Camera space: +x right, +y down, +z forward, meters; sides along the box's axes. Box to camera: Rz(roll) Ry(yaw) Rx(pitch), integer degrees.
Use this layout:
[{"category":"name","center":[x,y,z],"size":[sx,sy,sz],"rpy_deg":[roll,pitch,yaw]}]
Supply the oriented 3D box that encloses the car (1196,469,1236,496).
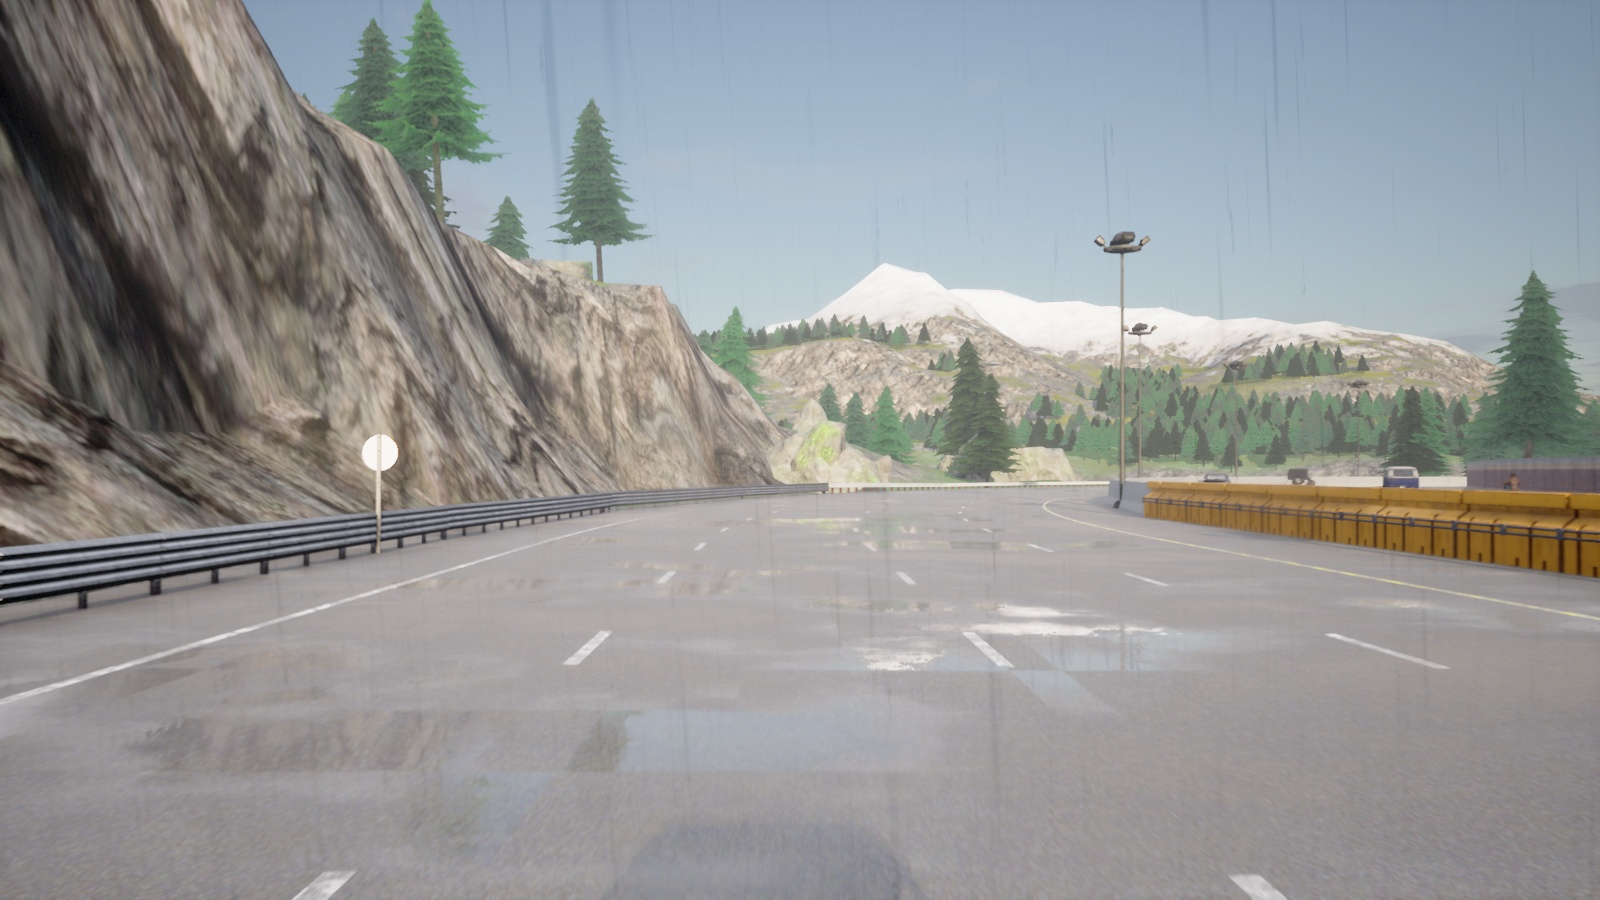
[{"category":"car","center":[24.789,1.923,74.788],"size":[2.128,1.511,4.902],"rpy_deg":[-1,-1,19]}]

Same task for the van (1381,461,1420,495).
[{"category":"van","center":[36.807,1.710,77.060],"size":[1.775,1.987,4.442],"rpy_deg":[-1,-1,21]}]
